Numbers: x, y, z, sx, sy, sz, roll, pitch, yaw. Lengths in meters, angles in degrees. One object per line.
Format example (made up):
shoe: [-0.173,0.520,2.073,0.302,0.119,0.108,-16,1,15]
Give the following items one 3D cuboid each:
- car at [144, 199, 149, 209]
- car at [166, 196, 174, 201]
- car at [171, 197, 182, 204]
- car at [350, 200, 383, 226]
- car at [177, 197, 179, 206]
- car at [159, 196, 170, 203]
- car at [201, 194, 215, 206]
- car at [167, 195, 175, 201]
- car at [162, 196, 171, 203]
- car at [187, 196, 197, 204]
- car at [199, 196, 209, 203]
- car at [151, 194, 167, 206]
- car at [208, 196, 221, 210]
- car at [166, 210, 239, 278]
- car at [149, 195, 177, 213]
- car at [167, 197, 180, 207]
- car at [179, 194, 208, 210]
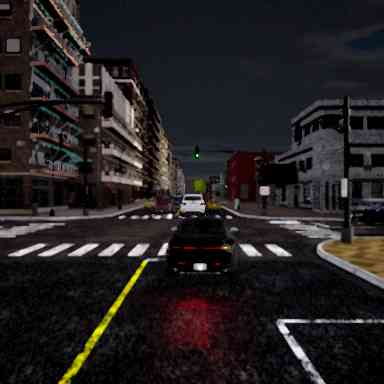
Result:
car: [-5.692,1.566,46.720,1.752,1.417,4.829,0,0,0]
car: [-5.696,1.659,85.666,1.887,1.381,4.507,0,0,0]
car: [-3.006,1.632,64.448,1.994,1.385,4.181,0,0,0]
car: [13.439,1.556,23.241,4.902,1.511,2.128,0,0,0]
car: [-3.080,1.640,45.376,1.895,1.301,4.718,0,0,0]
car: [-5.694,1.628,69.047,2.008,1.369,4.403,0,0,0]
car: [2.688,1.372,57.971,2.192,1.841,5.009,0,0,0]
car: [-5.696,1.567,91.204,1.967,1.590,4.097,0,0,0]
car: [-5.695,1.614,74.417,1.752,1.417,4.829,0,0,0]
car: [-0.005,1.622,67.848,2.033,1.411,5.357,0,0,0]
car: [2.686,1.639,74.588,2.008,1.369,4.403,0,0,0]
car: [-5.692,1.372,57.969,2.192,1.841,5.009,0,0,0]
car: [2.689,1.559,41.523,1.752,1.417,4.829,0,0,0]
car: [0.364,1.508,10.213,1.837,1.490,4.892,0,0,4]
car: [-3.102,1.380,36.433,2.097,1.767,4.553,0,0,0]
car: [-3.019,1.577,54.432,1.812,1.442,4.674,0,0,0]
car: [0.097,1.246,32.641,2.150,2.045,5.566,0,0,0]
